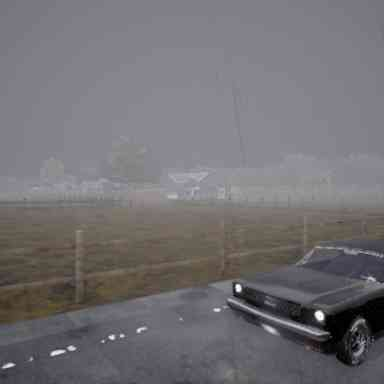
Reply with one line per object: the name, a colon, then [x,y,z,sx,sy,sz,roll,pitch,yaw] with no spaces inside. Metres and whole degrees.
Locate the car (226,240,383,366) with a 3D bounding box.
car: [2.897,1.617,5.930,4.718,1.301,1.895,0,0,-35]
